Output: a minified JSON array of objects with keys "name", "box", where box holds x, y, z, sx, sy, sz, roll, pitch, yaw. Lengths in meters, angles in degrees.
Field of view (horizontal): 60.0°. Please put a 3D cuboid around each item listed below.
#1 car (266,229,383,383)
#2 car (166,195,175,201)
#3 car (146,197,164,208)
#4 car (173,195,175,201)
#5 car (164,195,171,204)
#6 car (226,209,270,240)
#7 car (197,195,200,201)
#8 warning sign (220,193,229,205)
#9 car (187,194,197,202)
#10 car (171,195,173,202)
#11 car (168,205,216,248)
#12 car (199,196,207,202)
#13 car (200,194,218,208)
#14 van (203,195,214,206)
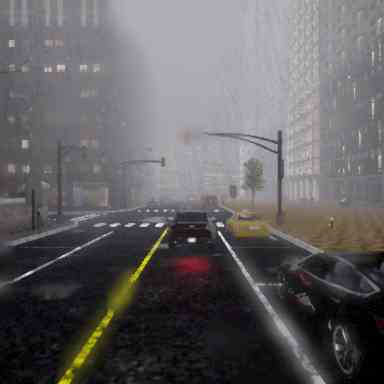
[{"name":"car","box":[2.686,1.565,5.278,1.947,1.339,4.313,0,0,0]},{"name":"car","box":[-5.696,1.536,87.642,1.967,1.590,4.097,0,0,0]},{"name":"car","box":[-5.694,1.577,48.956,2.008,1.369,4.403,0,0,0]},{"name":"car","box":[-5.696,1.513,76.589,1.967,1.590,4.097,0,0,0]},{"name":"car","box":[-5.695,1.602,65.536,2.008,1.369,4.403,0,0,0]},{"name":"car","box":[2.686,1.527,16.713,1.752,1.417,4.829,0,0,0]},{"name":"car","box":[2.684,1.377,71.062,2.192,1.841,5.009,0,0,0]},{"name":"warning sign","box":[5.071,1.146,52.213,1.300,1.860,1.060,0,0,0]},{"name":"car","box":[-0.001,1.374,74.370,2.097,1.767,4.553,0,0,0]},{"name":"car","box":[-5.695,1.606,71.061,1.887,1.381,4.507,0,0,0]},{"name":"car","box":[0.000,1.519,14.651,1.837,1.490,4.892,0,0,0]},{"name":"car","box":[2.685,1.629,82.116,1.887,1.381,4.507,0,0,0]},{"name":"car","box":[2.685,1.341,48.956,2.192,1.841,5.009,0,0,0]},{"name":"van","box":[2.684,1.375,54.482,1.690,1.788,3.998,0,0,0]}]
